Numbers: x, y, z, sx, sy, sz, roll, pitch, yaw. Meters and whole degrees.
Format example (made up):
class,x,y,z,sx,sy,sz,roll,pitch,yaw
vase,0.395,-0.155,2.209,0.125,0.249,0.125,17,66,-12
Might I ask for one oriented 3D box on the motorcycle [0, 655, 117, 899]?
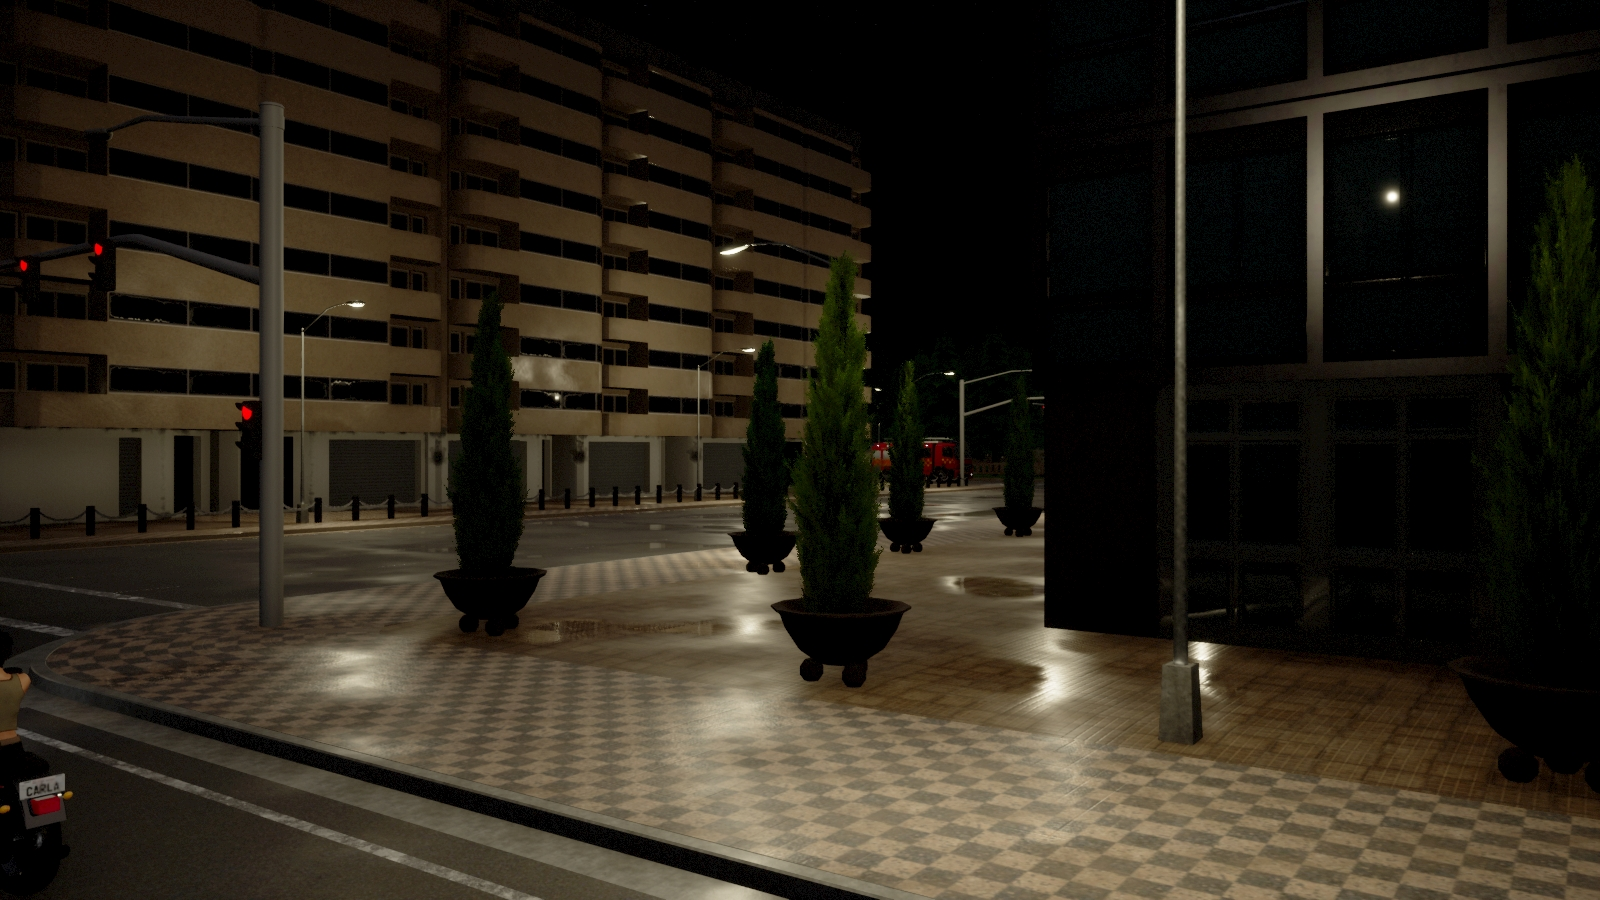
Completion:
class,x,y,z,sx,sy,sz,roll,pitch,yaw
motorcycle,-5.562,2.151,7.682,2.356,1.307,0.764,0,0,35
